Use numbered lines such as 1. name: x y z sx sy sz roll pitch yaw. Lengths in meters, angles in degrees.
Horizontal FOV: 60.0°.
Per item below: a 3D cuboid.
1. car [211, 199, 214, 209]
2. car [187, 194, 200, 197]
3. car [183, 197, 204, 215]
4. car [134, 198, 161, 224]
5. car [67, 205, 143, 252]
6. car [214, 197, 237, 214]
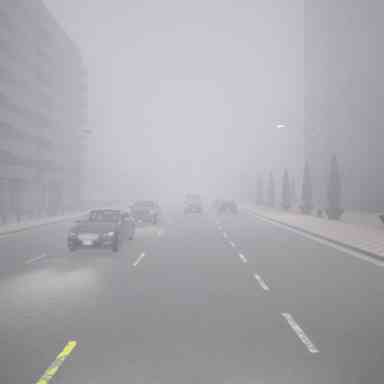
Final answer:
1. car: 3.663 1.505 45.585 1.837 1.490 4.892 0 0 1
2. car: 0.221 1.221 44.005 2.150 2.045 5.566 0 0 1
3. car: 0.190 1.526 33.726 1.812 1.442 4.674 0 0 0
4. car: -3.460 1.352 24.362 2.097 1.767 4.553 0 0 0
5. car: -3.601 1.492 13.943 2.128 1.511 4.902 0 0 0
6. car: 3.659 1.505 35.317 1.837 1.490 4.892 0 0 1
